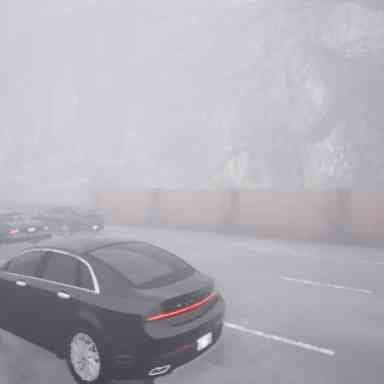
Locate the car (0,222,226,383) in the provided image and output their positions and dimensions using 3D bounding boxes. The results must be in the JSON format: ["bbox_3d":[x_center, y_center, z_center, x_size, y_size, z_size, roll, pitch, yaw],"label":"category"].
[{"bbox_3d":[-1.822,1.482,5.292,4.892,1.490,1.837,0,0,35],"label":"car"}]

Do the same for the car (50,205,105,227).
[{"bbox_3d":[-6.591,1.426,17.292,4.892,1.490,1.837,0,0,35],"label":"car"}]

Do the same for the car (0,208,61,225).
[{"bbox_3d":[-8.127,1.472,14.087,5.357,1.411,2.033,0,0,35],"label":"car"}]
